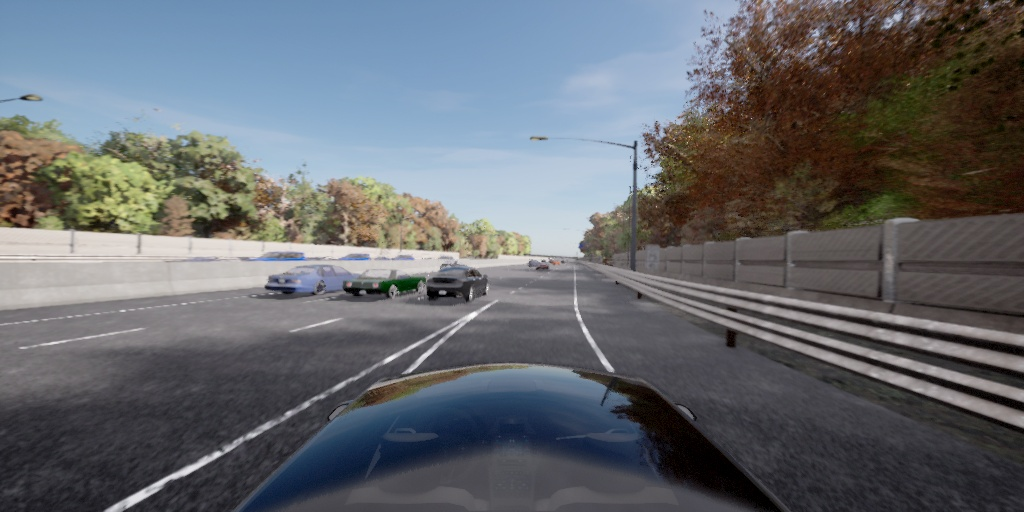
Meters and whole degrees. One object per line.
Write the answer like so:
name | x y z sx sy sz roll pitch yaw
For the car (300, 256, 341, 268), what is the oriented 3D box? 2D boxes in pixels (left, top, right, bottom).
car | -25.440 0.799 47.813 2.128 1.511 4.902 1 0 10

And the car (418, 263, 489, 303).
car | -2.364 1.249 16.715 1.837 1.490 4.892 1 0 10

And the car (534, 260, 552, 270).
car | 5.377 1.742 61.473 1.895 1.301 4.718 1 0 10

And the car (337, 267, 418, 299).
car | -5.846 1.258 17.160 1.895 1.301 4.718 1 0 10

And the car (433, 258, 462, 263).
car | -5.971 1.236 36.942 2.128 1.511 4.902 1 0 10

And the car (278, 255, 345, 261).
car | -17.585 0.924 31.804 2.128 1.511 4.902 1 0 10

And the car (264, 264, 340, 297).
car | -9.311 1.120 17.635 2.033 1.411 5.357 1 0 10

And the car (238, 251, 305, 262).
car | -21.036 0.571 32.328 2.150 2.045 5.566 1 -1 10

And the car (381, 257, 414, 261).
car | -14.893 1.132 47.242 1.994 1.385 4.181 1 0 10

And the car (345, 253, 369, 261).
car | -21.603 0.632 49.302 2.150 2.045 5.566 1 0 10

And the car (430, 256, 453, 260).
car | -11.975 0.964 63.736 2.150 2.045 5.566 2 0 10

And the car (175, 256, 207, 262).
car | -28.123 0.717 32.443 2.033 1.411 5.357 1 0 10

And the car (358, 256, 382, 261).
car | -18.139 1.042 48.887 2.033 1.411 5.357 1 0 10

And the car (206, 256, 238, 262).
car | -24.554 0.824 32.548 1.994 1.385 4.181 1 0 10
